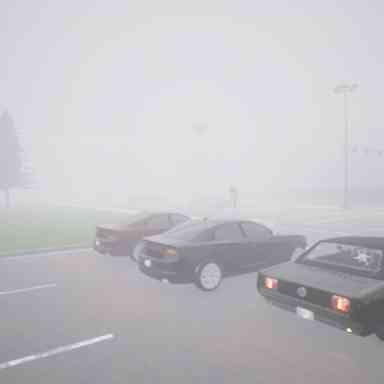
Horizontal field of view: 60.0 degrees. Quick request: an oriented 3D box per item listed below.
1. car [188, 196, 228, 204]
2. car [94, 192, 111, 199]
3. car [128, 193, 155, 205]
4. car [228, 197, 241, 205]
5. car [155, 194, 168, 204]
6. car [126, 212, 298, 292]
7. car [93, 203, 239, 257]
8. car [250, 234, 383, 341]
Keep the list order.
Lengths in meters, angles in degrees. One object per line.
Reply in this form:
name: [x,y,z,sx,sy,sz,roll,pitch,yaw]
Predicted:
car: [1.563,1.222,38.012,1.895,1.301,4.718,-1,1,-36]
car: [-17.299,0.759,64.081,1.882,1.535,5.008,-1,1,-36]
car: [-8.136,0.978,51.290,2.097,1.767,4.553,-1,1,-36]
car: [3.806,1.165,40.873,1.895,1.301,4.718,-1,1,-36]
car: [-5.791,1.073,54.025,1.837,1.490,4.892,-1,1,-36]
car: [1.040,1.382,8.810,5.008,1.535,1.882,-1,1,-35]
car: [-0.903,1.380,11.726,5.008,1.535,1.882,-1,1,-35]
car: [3.503,1.496,6.264,4.718,1.301,1.895,-1,1,-35]
